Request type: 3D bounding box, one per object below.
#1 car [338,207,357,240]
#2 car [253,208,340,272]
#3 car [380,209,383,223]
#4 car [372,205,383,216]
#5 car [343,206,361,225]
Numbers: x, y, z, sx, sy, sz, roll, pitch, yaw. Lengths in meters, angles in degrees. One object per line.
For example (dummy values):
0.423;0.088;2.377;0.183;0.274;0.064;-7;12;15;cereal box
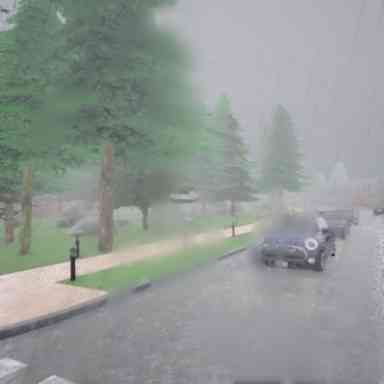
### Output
8.227;1.857;19.645;2.128;1.511;4.902;-1;-2;30;car
3.773;1.587;11.829;2.097;1.767;4.553;-1;-2;30;car
9.781;1.728;14.874;2.128;1.511;4.902;-1;-2;30;car
23.760;2.294;41.424;1.895;1.301;4.718;-1;-1;22;car
13.313;2.021;28.644;1.837;1.490;4.892;-1;-2;29;car
